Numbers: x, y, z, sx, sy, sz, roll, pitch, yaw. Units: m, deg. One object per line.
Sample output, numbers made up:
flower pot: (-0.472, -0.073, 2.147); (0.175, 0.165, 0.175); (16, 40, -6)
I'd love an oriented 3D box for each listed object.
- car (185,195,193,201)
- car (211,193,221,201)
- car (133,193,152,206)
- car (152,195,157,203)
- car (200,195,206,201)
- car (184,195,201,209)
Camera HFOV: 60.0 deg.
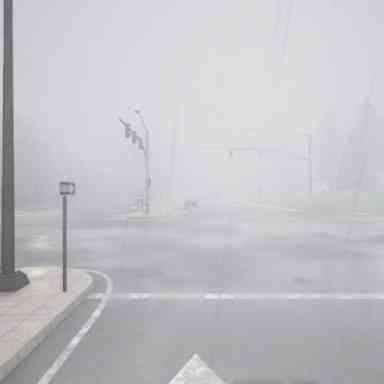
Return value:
car: (-0.798, 1.499, 85.890); (1.837, 1.490, 4.892); (0, 0, -1)
car: (6.201, 1.224, 85.962); (2.150, 2.045, 5.566); (0, 0, -1)
car: (-8.399, 1.222, 55.049); (2.150, 2.045, 5.566); (0, 0, -1)
car: (-8.528, 1.353, 68.788); (2.097, 1.767, 4.553); (0, 0, -1)
car: (2.701, 1.523, 85.953); (1.812, 1.442, 4.674); (0, 0, -1)
car: (-0.149, 1.525, 44.847); (1.812, 1.442, 4.674); (0, 0, -1)
